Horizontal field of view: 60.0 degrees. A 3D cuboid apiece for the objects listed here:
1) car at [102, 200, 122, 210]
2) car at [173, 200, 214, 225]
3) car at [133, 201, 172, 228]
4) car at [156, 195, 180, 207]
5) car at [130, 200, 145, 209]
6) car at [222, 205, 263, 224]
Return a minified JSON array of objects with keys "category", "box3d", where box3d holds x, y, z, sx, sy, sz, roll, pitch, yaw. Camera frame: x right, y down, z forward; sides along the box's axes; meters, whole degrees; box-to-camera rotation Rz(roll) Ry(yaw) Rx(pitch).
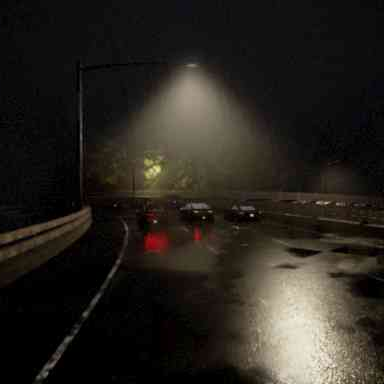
[{"category":"car","box3d":[-11.116,1.786,46.205,1.994,1.385,4.181,0,0,-26]},{"category":"car","box3d":[0.241,1.586,25.336,2.128,1.511,4.902,0,0,-14]},{"category":"car","box3d":[-2.843,1.607,23.212,1.837,1.490,4.892,0,0,-13]},{"category":"car","box3d":[-3.359,1.410,46.349,2.150,2.045,5.566,0,-1,-25]},{"category":"car","box3d":[-7.262,1.770,46.249,1.994,1.385,4.181,0,0,-25]},{"category":"car","box3d":[3.772,1.645,25.555,1.994,1.385,4.181,0,0,-14]}]
